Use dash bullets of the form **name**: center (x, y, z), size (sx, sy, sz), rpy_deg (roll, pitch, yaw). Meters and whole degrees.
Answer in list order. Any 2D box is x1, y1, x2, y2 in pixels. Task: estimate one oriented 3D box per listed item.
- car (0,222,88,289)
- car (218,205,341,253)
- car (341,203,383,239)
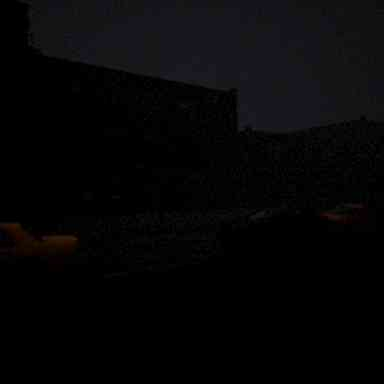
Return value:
- **car**: center (-5.055, 1.319, 7.047), size (5.366, 1.575, 1.946), rpy_deg (0, 0, -33)
- **car**: center (3.285, 1.331, 13.011), size (5.008, 1.535, 2.097), rpy_deg (0, 0, -33)
- **car**: center (7.795, 1.325, 16.242), size (5.008, 1.535, 2.097), rpy_deg (0, 0, -33)
